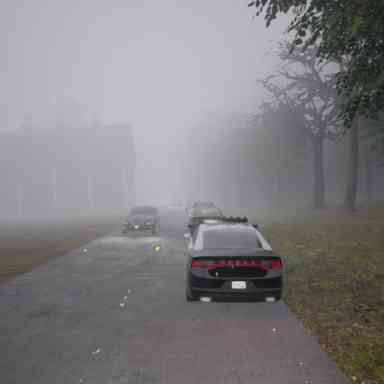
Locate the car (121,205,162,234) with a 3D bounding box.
[{"bbox_3d":[-2.852,1.566,19.554,1.837,1.490,4.892,0,0,0],"label":"car"}]

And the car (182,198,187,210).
[{"bbox_3d":[0.025,1.827,45.697,2.033,1.411,5.357,0,-1,1],"label":"car"}]

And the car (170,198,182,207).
[{"bbox_3d":[-2.829,1.916,59.654,2.128,1.511,4.902,0,-1,0],"label":"car"}]

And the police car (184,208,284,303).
[{"bbox_3d":[0.824,1.437,8.434,1.930,1.638,5.238,0,0,0],"label":"police car"}]

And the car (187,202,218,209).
[{"bbox_3d":[0.824,1.532,18.327,1.882,1.535,5.008,0,0,0],"label":"car"}]

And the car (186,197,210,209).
[{"bbox_3d":[0.822,1.447,24.300,2.097,1.767,4.553,0,0,0],"label":"car"}]
